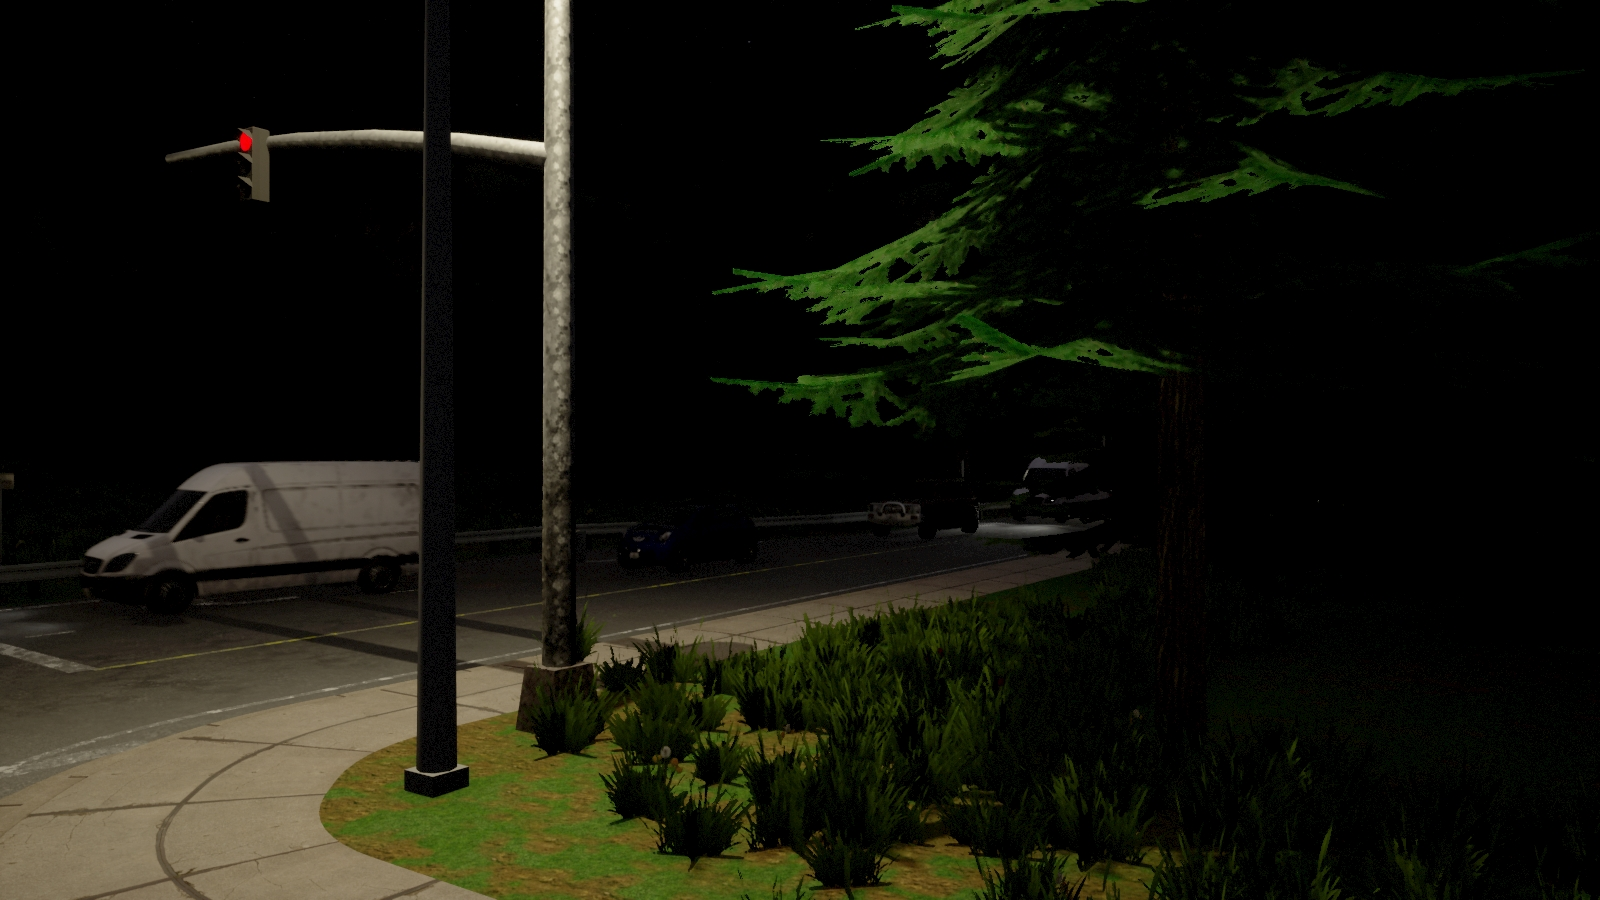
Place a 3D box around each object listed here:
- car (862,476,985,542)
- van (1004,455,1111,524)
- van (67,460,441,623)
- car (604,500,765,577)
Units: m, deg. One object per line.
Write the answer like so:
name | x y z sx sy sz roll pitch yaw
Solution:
car | 4.011 1.826 36.506 1.932 1.855 4.605 0 0 35
van | 10.352 1.497 45.518 1.988 2.561 5.915 0 0 36
van | -9.878 1.495 21.157 1.988 2.561 5.915 0 0 44
car | -2.643 2.000 26.746 1.845 1.501 3.633 0 0 34
